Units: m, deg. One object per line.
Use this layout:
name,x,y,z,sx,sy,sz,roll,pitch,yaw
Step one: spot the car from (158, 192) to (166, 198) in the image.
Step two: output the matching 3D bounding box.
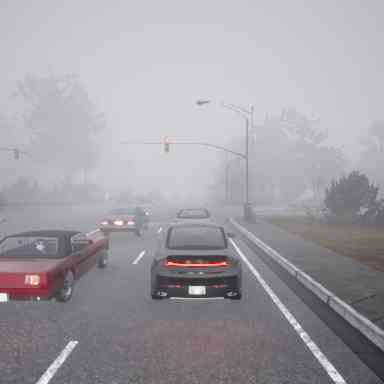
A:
car,-7.590,0.782,83.902,1.812,1.442,4.674,0,1,-3

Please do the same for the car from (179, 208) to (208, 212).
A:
car,0.083,1.497,17.618,1.895,1.301,4.718,0,0,0

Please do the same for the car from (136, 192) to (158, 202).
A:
car,-7.184,1.152,53.268,2.033,1.411,5.357,0,0,0

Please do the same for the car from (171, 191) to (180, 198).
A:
car,-4.130,0.604,84.671,2.097,1.767,4.553,0,1,-4

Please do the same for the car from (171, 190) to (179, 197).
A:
car,-4.898,0.453,94.740,2.097,1.767,4.553,0,1,-7

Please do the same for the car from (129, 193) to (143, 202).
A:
car,-10.666,0.988,63.674,1.882,1.535,5.008,0,1,0

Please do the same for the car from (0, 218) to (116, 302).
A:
car,-3.411,1.571,8.126,1.895,1.301,4.718,0,0,0

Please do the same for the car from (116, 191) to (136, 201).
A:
car,-10.683,0.822,53.787,2.150,2.045,5.566,0,0,0

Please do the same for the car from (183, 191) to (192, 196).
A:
car,-1.410,0.466,95.102,2.033,1.411,5.357,0,1,-7

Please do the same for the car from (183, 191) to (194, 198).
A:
car,-0.659,0.784,85.225,1.994,1.385,4.181,0,1,-4

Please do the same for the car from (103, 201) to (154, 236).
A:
car,-3.443,1.443,17.715,2.033,1.411,5.357,0,0,-1

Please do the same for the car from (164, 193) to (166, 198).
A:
car,-7.226,0.877,73.633,1.882,1.535,5.008,0,1,-1

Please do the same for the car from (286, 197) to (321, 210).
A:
car,13.668,1.274,38.319,5.357,1.411,2.033,0,0,0

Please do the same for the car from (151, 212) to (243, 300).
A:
car,0.089,1.473,8.305,1.837,1.490,4.892,0,0,0

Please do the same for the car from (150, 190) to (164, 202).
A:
car,-7.157,0.734,63.443,2.150,2.045,5.566,0,1,-1

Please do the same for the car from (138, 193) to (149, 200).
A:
car,-10.731,0.992,73.760,1.895,1.301,4.718,0,1,-1

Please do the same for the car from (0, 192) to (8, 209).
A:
car,-23.135,0.965,36.199,5.566,2.045,2.150,0,0,-3
